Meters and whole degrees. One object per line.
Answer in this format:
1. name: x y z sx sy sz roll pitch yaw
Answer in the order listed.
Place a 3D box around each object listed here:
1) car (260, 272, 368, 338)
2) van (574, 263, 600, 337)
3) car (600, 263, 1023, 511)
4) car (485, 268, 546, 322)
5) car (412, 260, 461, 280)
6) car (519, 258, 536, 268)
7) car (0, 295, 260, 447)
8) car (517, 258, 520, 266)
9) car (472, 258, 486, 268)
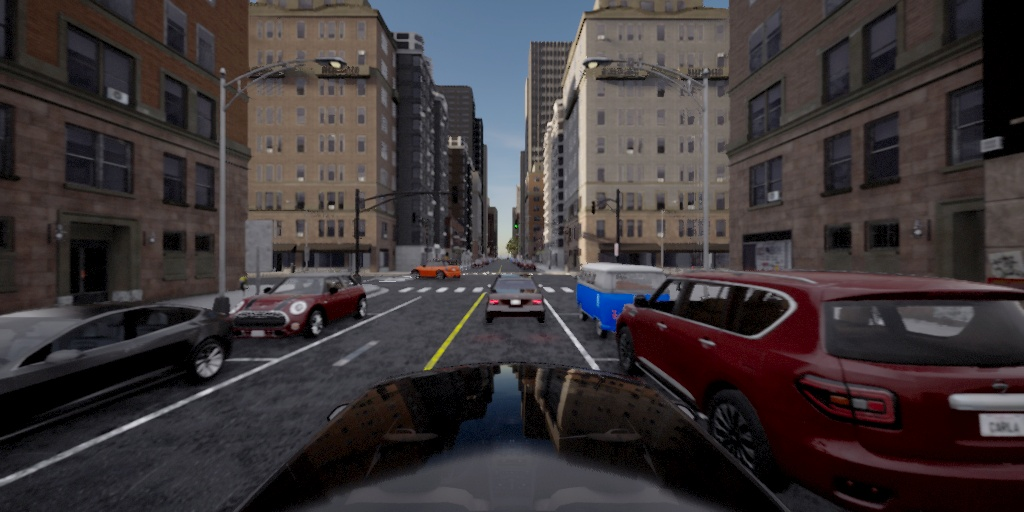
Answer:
1. car: -5.671 1.206 9.988 1.967 1.591 4.097 0 0 0
2. van: 2.855 1.108 9.996 1.690 1.789 3.998 0 0 0
3. car: 2.857 1.070 4.472 2.192 1.841 5.009 0 0 0
4. car: 0.099 1.319 12.343 2.033 1.411 5.357 0 0 0
5. car: -6.795 1.167 31.820 4.553 1.767 2.097 0 0 33
6. car: 2.558 1.321 53.885 1.967 1.591 4.097 0 0 -1
7. car: -5.669 1.321 4.463 1.948 1.339 4.313 0 0 0
8. car: 2.307 1.498 65.192 1.802 1.307 4.207 0 0 -1
9. car: -6.216 1.355 65.011 1.967 1.591 4.097 0 0 -1
